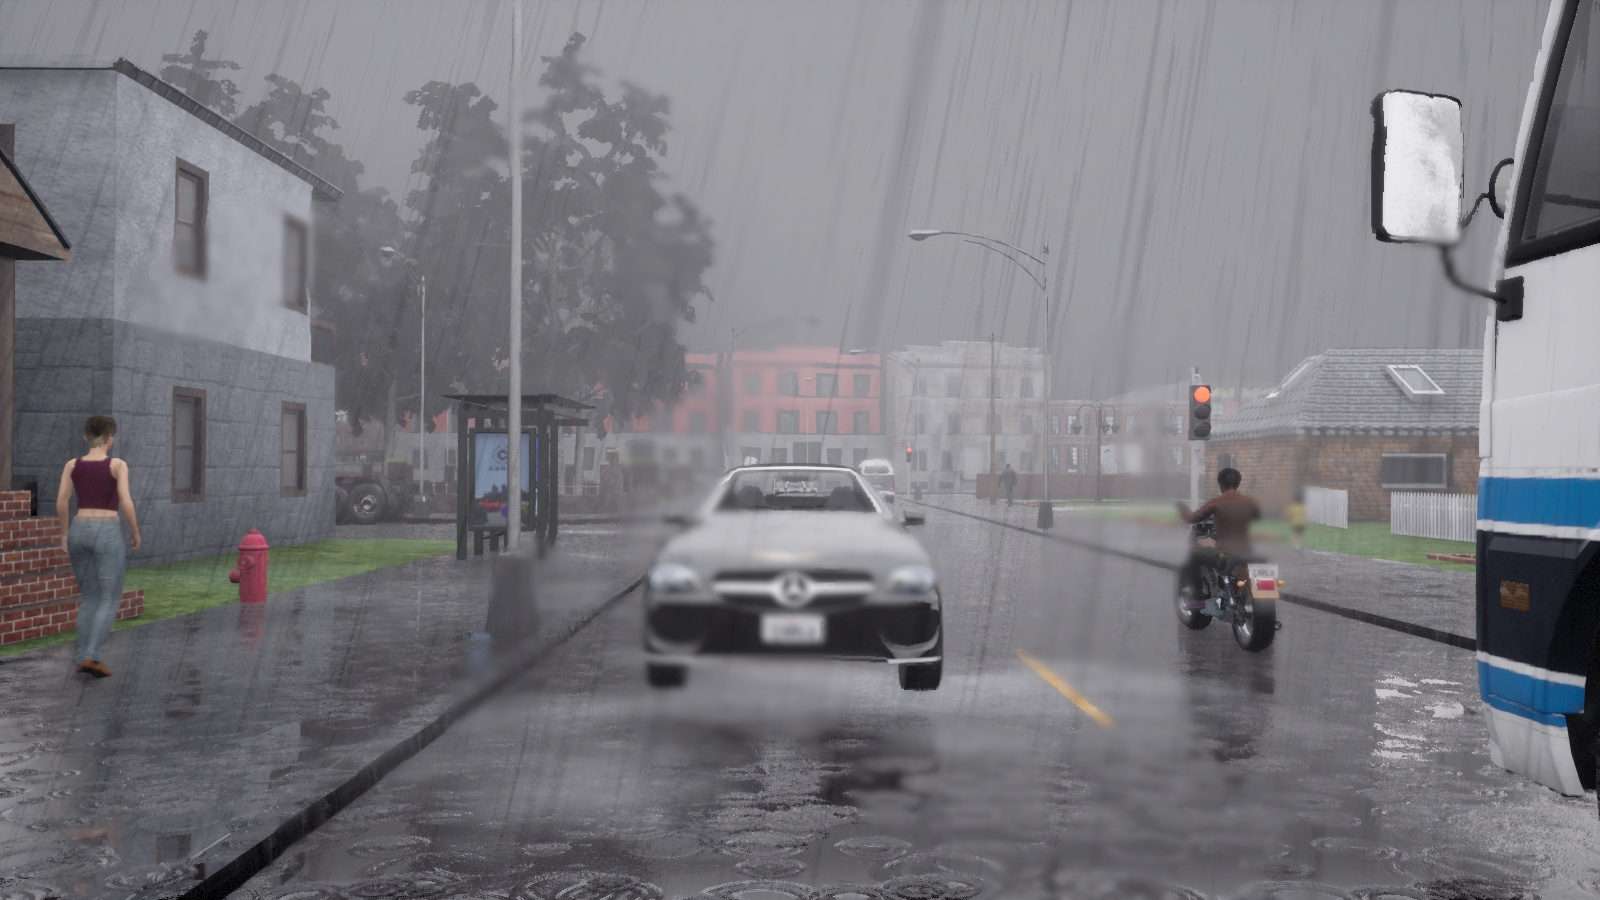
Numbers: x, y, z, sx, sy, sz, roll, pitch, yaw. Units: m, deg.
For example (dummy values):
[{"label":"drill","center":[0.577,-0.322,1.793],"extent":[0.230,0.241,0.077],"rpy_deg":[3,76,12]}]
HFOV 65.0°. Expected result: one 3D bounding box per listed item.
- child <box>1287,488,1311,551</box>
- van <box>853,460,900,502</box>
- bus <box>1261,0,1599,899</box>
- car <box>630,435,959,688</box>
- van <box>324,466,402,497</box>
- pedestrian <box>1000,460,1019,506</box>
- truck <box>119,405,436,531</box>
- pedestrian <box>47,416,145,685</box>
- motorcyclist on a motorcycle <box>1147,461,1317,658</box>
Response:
[{"label":"child","center":[8.943,1.246,22.515],"extent":[0.255,1.110,0.394],"rpy_deg":[0,-1,-2]},{"label":"van","center":[3.785,1.566,62.716],"extent":[2.069,2.038,4.480],"rpy_deg":[0,-2,0]},{"label":"bus","center":[3.998,-0.572,0.333],"extent":[3.944,4.253,10.273],"rpy_deg":[0,-1,0]},{"label":"car","center":[-0.039,0.774,10.754],"extent":[2.152,1.651,5.027],"rpy_deg":[0,-1,0]},{"label":"van","center":[-28.225,2.041,81.259],"extent":[4.442,1.987,1.775],"rpy_deg":[0,-1,0]},{"label":"pedestrian","center":[8.748,1.369,52.509],"extent":[0.563,1.883,0.849],"rpy_deg":[0,-1,-8]},{"label":"truck","center":[-14.878,0.500,36.276],"extent":[7.936,3.462,2.891],"rpy_deg":[0,-1,-4]},{"label":"pedestrian","center":[-4.970,0.693,8.891],"extent":[0.345,1.836,0.594],"rpy_deg":[0,-1,1]},{"label":"motorcyclist on a motorcycle","center":[3.954,0.946,11.733],"extent":[0.766,1.649,2.350],"rpy_deg":[0,-1,0]}]
